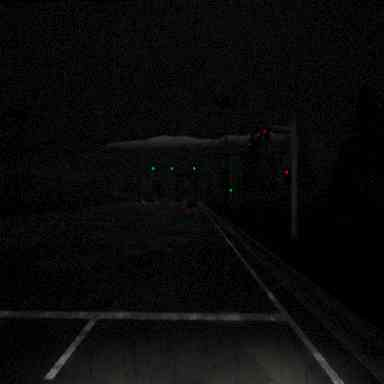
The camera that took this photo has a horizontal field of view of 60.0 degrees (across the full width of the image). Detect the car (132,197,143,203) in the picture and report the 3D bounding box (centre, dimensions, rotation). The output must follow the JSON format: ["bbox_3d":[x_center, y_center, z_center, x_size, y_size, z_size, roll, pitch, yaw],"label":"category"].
[{"bbox_3d":[-14.009,2.097,84.575,1.812,1.442,4.674,0,0,0],"label":"car"}]

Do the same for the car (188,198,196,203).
[{"bbox_3d":[-0.009,2.126,84.788,1.994,1.385,4.181,0,0,0],"label":"car"}]

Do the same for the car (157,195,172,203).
[{"bbox_3d":[-7.009,1.928,84.564,2.097,1.767,4.553,0,0,0],"label":"car"}]

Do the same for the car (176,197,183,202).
[{"bbox_3d":[-3.510,2.136,94.698,1.994,1.385,4.181,0,0,0],"label":"car"}]

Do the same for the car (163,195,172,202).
[{"bbox_3d":[-7.010,1.812,94.731,2.150,2.045,5.566,0,0,0],"label":"car"}]

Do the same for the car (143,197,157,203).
[{"bbox_3d":[-10.509,2.070,84.307,1.837,1.490,4.892,0,0,0],"label":"car"}]

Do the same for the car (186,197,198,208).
[{"bbox_3d":[-0.006,1.970,54.497,1.895,1.301,4.718,0,0,0],"label":"car"}]

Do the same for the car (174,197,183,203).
[{"bbox_3d":[-3.509,2.072,84.484,1.837,1.490,4.892,0,0,0],"label":"car"}]

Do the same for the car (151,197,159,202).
[{"bbox_3d":[-10.510,2.067,94.699,1.882,1.535,5.008,0,0,0],"label":"car"}]

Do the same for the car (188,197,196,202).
[{"bbox_3d":[-0.010,2.136,94.699,1.994,1.385,4.181,0,0,0],"label":"car"}]
